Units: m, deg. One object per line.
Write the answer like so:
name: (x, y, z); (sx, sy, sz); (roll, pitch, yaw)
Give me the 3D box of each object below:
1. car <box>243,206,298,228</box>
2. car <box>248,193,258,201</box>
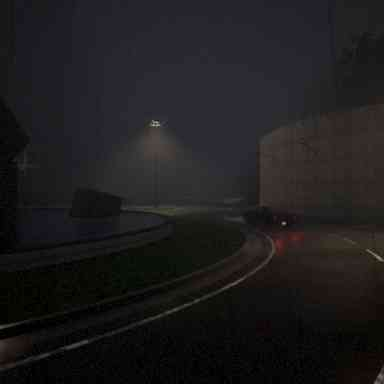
car: (5.084, 1.601, 22.366); (1.895, 1.301, 4.718); (0, 0, -13)
car: (16.129, 1.225, 87.639); (2.150, 2.045, 5.566); (0, 0, 18)
